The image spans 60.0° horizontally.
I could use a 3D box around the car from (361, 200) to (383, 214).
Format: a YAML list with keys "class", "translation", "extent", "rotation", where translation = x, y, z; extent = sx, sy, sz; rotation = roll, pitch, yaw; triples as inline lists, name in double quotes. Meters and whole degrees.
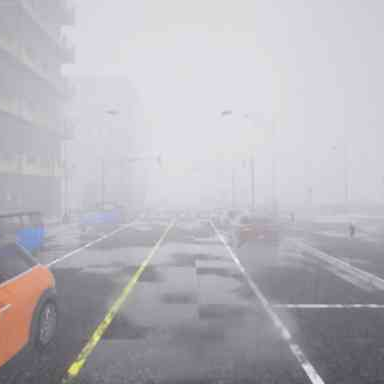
- class: "car"
  translation: [22.172, 1.906, 38.327]
  extent: [4.313, 1.339, 1.947]
  rotation: [0, 0, 1]

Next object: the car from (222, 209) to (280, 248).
- class: "car"
  translation: [2.669, 1.612, 15.058]
  extent: [1.887, 1.381, 4.507]
  rotation: [-1, 0, 0]

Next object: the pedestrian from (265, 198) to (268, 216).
- class: "pedestrian"
  translation: [7.112, 1.458, 31.855]
  extent: [0.375, 1.860, 0.375]
  rotation: [-1, 1, 0]

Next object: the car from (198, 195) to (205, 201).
- class: "car"
  translation: [2.577, 1.777, 92.577]
  extent: [1.967, 1.590, 4.097]
  rotation: [-1, 0, 0]

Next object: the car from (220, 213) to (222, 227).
- class: "car"
  translation: [2.666, 1.673, 20.638]
  extent: [1.802, 1.307, 4.206]
  rotation: [-1, 0, 0]

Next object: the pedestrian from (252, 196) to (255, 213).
- class: "pedestrian"
  translation: [6.112, 1.292, 33.052]
  extent: [0.375, 1.860, 0.375]
  rotation: [-1, 1, 0]

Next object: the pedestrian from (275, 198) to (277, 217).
- class: "pedestrian"
  translation: [8.112, 1.513, 32.456]
  extent: [0.375, 1.860, 0.375]
  rotation: [-1, 1, 0]

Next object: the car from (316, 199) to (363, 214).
- class: "car"
  translation: [16.690, 1.865, 38.399]
  extent: [4.403, 1.369, 2.008]
  rotation: [0, 0, 1]

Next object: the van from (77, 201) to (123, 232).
- class: "van"
  translation: [-5.718, 1.431, 20.598]
  extent: [1.690, 1.788, 3.998]
  rotation: [-1, 0, 0]

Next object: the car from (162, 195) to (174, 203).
- class: "car"
  translation: [-5.756, 1.855, 75.600]
  extent: [1.947, 1.339, 4.313]
  rotation: [-1, 0, 0]

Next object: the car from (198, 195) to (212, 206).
- class: "car"
  translation: [2.604, 1.781, 58.702]
  extent: [1.887, 1.381, 4.507]
  rotation: [-1, 0, 0]

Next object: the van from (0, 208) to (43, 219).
- class: "van"
  translation: [-5.710, 1.384, 9.435]
  extent: [1.690, 1.788, 3.998]
  rotation: [-1, 0, 0]

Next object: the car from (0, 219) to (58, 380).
- class: "car"
  translation: [-3.100, 1.367, 3.195]
  extent: [2.097, 1.767, 4.553]
  rotation: [0, 0, 0]

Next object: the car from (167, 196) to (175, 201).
- class: "car"
  translation: [-5.769, 1.881, 92.538]
  extent: [1.887, 1.381, 4.507]
  rotation: [-1, 0, 0]

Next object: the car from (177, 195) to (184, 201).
- class: "car"
  translation: [-3.068, 1.681, 92.134]
  extent: [1.882, 1.535, 5.008]
  rotation: [0, 0, 0]

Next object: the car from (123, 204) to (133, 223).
- class: "car"
  translation: [-5.720, 1.664, 26.176]
  extent: [2.008, 1.369, 4.403]
  rotation: [-1, 0, 0]

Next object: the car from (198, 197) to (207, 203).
- class: "car"
  translation: [2.586, 1.851, 81.286]
  extent: [1.887, 1.381, 4.507]
  rotation: [-1, 0, 0]
